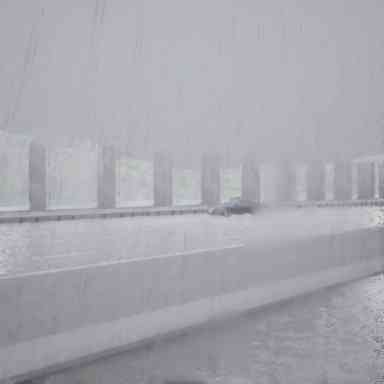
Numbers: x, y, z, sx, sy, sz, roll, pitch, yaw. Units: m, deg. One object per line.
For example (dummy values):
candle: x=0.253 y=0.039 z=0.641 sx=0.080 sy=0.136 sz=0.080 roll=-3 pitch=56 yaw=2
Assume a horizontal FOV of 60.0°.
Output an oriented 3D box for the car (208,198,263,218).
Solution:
car: x=3.513 y=1.238 z=26.934 sx=4.902 sy=1.511 sz=2.128 roll=-1 pitch=0 yaw=-31
